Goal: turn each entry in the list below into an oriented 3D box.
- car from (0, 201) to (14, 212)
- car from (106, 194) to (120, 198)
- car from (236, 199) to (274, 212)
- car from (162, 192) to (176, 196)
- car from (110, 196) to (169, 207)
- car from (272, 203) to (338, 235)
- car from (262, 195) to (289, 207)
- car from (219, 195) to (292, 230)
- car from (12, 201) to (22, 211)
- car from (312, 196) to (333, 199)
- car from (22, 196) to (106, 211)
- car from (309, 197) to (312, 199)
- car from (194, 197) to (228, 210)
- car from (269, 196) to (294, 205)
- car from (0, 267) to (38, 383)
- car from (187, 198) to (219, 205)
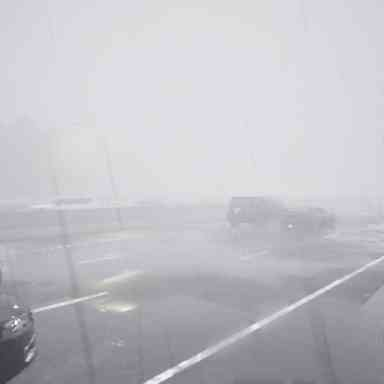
[{"bbox_3d":[-6.271,1.258,5.299,2.150,2.045,5.566,0,0,43],"label":"car"},{"bbox_3d":[-12.475,1.151,51.658,2.128,1.511,4.902,0,2,26],"label":"car"},{"bbox_3d":[7.856,1.598,41.151,2.033,1.411,5.357,0,0,43],"label":"car"},{"bbox_3d":[-5.055,0.675,65.963,1.895,1.301,4.718,0,2,29],"label":"car"},{"bbox_3d":[-4.248,1.461,28.188,2.097,1.767,4.553,0,0,43],"label":"car"},{"bbox_3d":[6.849,1.541,19.264,1.837,1.490,4.892,0,0,43],"label":"car"},{"bbox_3d":[13.136,1.338,51.953,2.097,1.767,4.553,0,0,43],"label":"car"},{"bbox_3d":[4.516,1.276,21.895,2.150,2.045,5.566,0,0,43],"label":"car"},{"bbox_3d":[-19.707,1.639,35.722,1.895,1.301,4.718,0,1,23],"label":"car"},{"bbox_3d":[23.429,1.451,57.848,2.033,1.411,5.357,0,0,43],"label":"car"},{"bbox_3d":[-10.233,1.349,26.920,2.150,2.045,5.566,0,0,43],"label":"car"},{"bbox_3d":[23.704,1.442,63.317,2.033,1.411,5.357,0,0,43],"label":"car"},{"bbox_3d":[2.708,1.565,45.887,1.882,1.535,5.008,0,0,43],"label":"car"},{"bbox_3d":[16.274,1.500,60.423,2.033,1.411,5.357,0,0,43],"label":"car"},{"bbox_3d":[-3.963,1.511,2.786,2.128,1.511,4.902,0,0,43],"label":"car"},{"bbox_3d":[0.749,1.674,38.660,1.994,1.385,4.181,0,0,43],"label":"car"}]
